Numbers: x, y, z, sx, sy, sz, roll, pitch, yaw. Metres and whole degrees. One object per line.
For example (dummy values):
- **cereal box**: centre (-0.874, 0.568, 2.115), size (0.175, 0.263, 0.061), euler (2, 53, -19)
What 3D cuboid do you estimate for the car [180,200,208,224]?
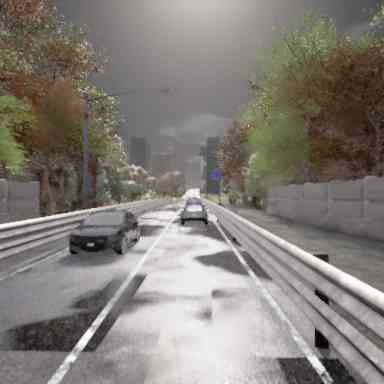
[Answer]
- **car**: centre (0.162, 1.553, 24.739), size (1.994, 1.385, 4.181), euler (0, 0, 0)

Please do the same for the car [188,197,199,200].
- **car**: centre (0.216, 1.453, 43.747), size (2.097, 1.767, 4.553), euler (0, -1, 0)

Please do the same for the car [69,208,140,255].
- **car**: centre (-3.319, 1.452, 13.409), size (1.882, 1.535, 5.008), euler (0, 0, 0)
